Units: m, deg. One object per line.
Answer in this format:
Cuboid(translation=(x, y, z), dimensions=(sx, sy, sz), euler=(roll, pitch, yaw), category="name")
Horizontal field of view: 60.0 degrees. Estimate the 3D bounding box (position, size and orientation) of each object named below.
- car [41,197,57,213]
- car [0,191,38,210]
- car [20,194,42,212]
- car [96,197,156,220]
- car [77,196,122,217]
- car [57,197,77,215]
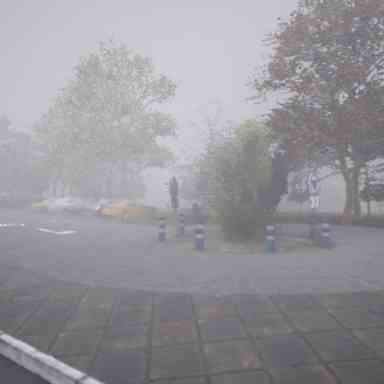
Cuboid(translation=(-11.688, 1.340, 32.387), dimensions=(2.002, 1.452, 4.674), euler=(1, 1, 36), category="car")
Cuboid(translation=(-18.389, 0.918, 37.293), dimensions=(2.435, 2.045, 5.566), euler=(1, 1, 36), category="car")
Cuboid(translation=(-14.036, 1.253, 33.867), dimensions=(1.946, 1.575, 5.366), euler=(1, 1, 36), category="car")
Cuboid(translation=(-5.066, 1.428, 27.574), dimensions=(2.097, 1.535, 5.008), euler=(1, 1, 36), category="car")
Cuboid(translation=(-7.285, 1.259, 29.231), dimensions=(2.185, 1.767, 4.553), euler=(1, 1, 36), category="car")
Cuboid(translation=(-9.463, 1.373, 30.738), dimensions=(2.163, 1.488, 4.792), euler=(1, 1, 36), category="car")
